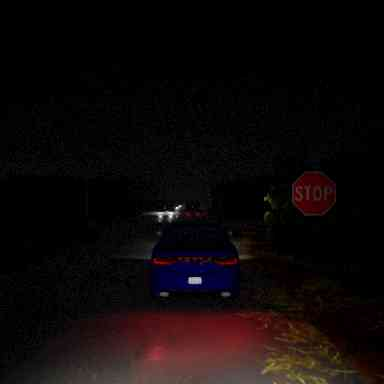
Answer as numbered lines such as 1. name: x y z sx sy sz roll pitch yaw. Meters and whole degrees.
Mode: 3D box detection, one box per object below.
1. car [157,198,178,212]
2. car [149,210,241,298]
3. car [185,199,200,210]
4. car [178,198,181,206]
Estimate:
1. car: -3.190 1.708 41.181 1.994 1.385 4.181 0 0 0
2. car: 0.070 1.471 8.579 1.882 1.535 5.008 0 0 0
3. car: 0.102 1.633 43.272 2.128 1.511 4.902 0 0 0
4. car: -3.179 1.692 54.255 1.837 1.490 4.892 0 -1 0
